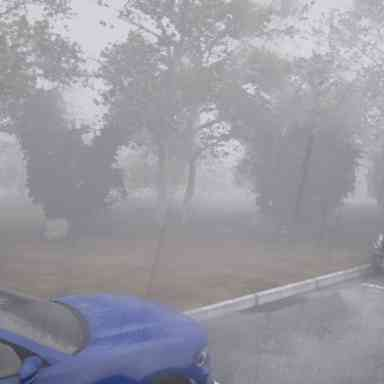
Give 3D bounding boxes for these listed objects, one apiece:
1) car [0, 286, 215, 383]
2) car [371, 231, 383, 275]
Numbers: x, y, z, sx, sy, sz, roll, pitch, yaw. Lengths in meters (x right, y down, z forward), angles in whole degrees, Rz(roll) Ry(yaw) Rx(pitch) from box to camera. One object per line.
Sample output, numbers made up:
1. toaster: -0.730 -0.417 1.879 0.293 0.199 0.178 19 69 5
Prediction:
1. car: -2.119 1.481 2.545 5.008 1.535 2.097 0 0 -33
2. car: 6.931 1.308 8.998 4.553 1.767 2.185 0 0 -33
